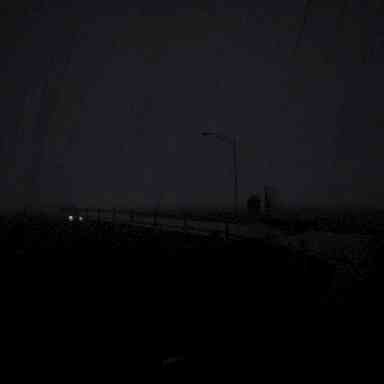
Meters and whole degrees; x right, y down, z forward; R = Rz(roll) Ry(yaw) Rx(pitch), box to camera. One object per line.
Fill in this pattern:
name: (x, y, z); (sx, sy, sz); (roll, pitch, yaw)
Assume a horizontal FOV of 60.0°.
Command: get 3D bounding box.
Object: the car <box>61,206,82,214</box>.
car: (-18.235, 2.712, 50.343); (1.895, 1.301, 4.718); (-1, -1, -35)
